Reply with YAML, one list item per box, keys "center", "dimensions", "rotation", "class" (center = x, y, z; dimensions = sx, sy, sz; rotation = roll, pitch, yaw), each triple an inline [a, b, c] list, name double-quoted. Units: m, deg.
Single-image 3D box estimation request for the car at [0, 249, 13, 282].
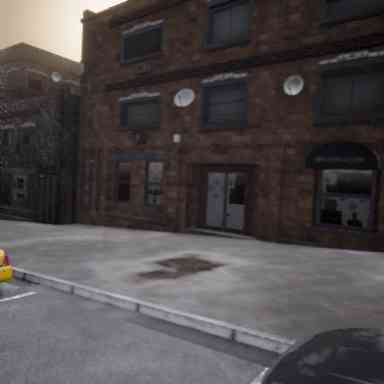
- center: [-6.443, 1.468, 8.133]
  dimensions: [5.366, 1.575, 1.946]
  rotation: [0, 0, 36]
  class: "car"
